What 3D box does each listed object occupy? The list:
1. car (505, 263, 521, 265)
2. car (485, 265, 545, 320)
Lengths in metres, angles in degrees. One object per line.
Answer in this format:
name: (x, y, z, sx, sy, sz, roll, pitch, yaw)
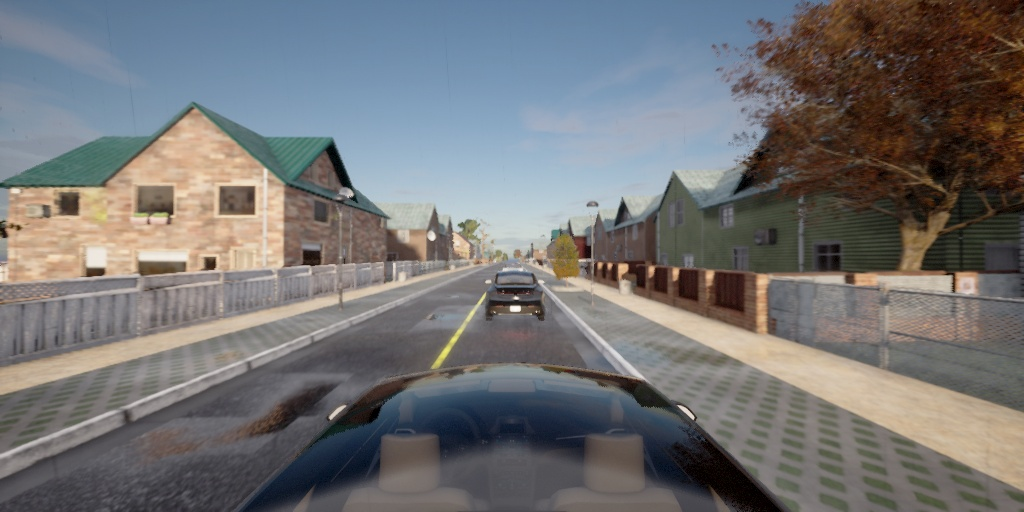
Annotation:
car: (0.096, 1.358, 34.120, 1.895, 1.301, 4.718, 0, 0, 0)
car: (0.098, 1.248, 12.596, 1.837, 1.490, 4.892, 0, 0, 0)
